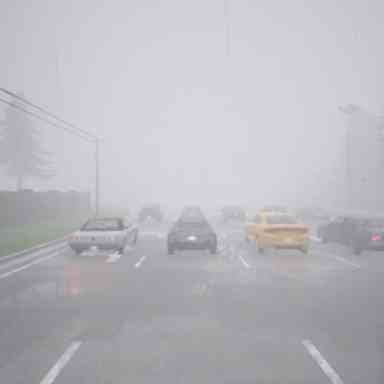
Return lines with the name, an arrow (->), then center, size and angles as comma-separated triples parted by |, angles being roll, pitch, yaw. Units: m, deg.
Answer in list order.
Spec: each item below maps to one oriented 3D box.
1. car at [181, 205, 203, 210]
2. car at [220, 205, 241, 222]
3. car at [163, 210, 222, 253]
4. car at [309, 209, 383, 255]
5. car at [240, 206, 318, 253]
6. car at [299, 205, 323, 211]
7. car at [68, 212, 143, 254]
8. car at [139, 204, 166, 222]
car -> 0.012, 1.845, 29.303 | 1.994, 1.385, 4.181 | 0, -1, 0
car -> 3.507, 1.825, 28.997 | 2.033, 1.411, 5.357 | 0, -1, 0
car -> 0.009, 1.702, 14.290 | 1.994, 1.385, 4.181 | 0, 0, 0
car -> 7.004, 1.682, 13.997 | 2.033, 1.411, 5.357 | 0, -1, 0
car -> 3.510, 1.617, 14.491 | 1.882, 1.535, 5.008 | 0, 0, 0
car -> 10.512, 1.844, 29.294 | 1.994, 1.385, 4.181 | 0, 0, 0
car -> -3.495, 1.737, 14.115 | 1.895, 1.301, 4.718 | 0, -1, 0
car -> -3.488, 1.788, 29.318 | 1.837, 1.490, 4.892 | 0, 0, 0
